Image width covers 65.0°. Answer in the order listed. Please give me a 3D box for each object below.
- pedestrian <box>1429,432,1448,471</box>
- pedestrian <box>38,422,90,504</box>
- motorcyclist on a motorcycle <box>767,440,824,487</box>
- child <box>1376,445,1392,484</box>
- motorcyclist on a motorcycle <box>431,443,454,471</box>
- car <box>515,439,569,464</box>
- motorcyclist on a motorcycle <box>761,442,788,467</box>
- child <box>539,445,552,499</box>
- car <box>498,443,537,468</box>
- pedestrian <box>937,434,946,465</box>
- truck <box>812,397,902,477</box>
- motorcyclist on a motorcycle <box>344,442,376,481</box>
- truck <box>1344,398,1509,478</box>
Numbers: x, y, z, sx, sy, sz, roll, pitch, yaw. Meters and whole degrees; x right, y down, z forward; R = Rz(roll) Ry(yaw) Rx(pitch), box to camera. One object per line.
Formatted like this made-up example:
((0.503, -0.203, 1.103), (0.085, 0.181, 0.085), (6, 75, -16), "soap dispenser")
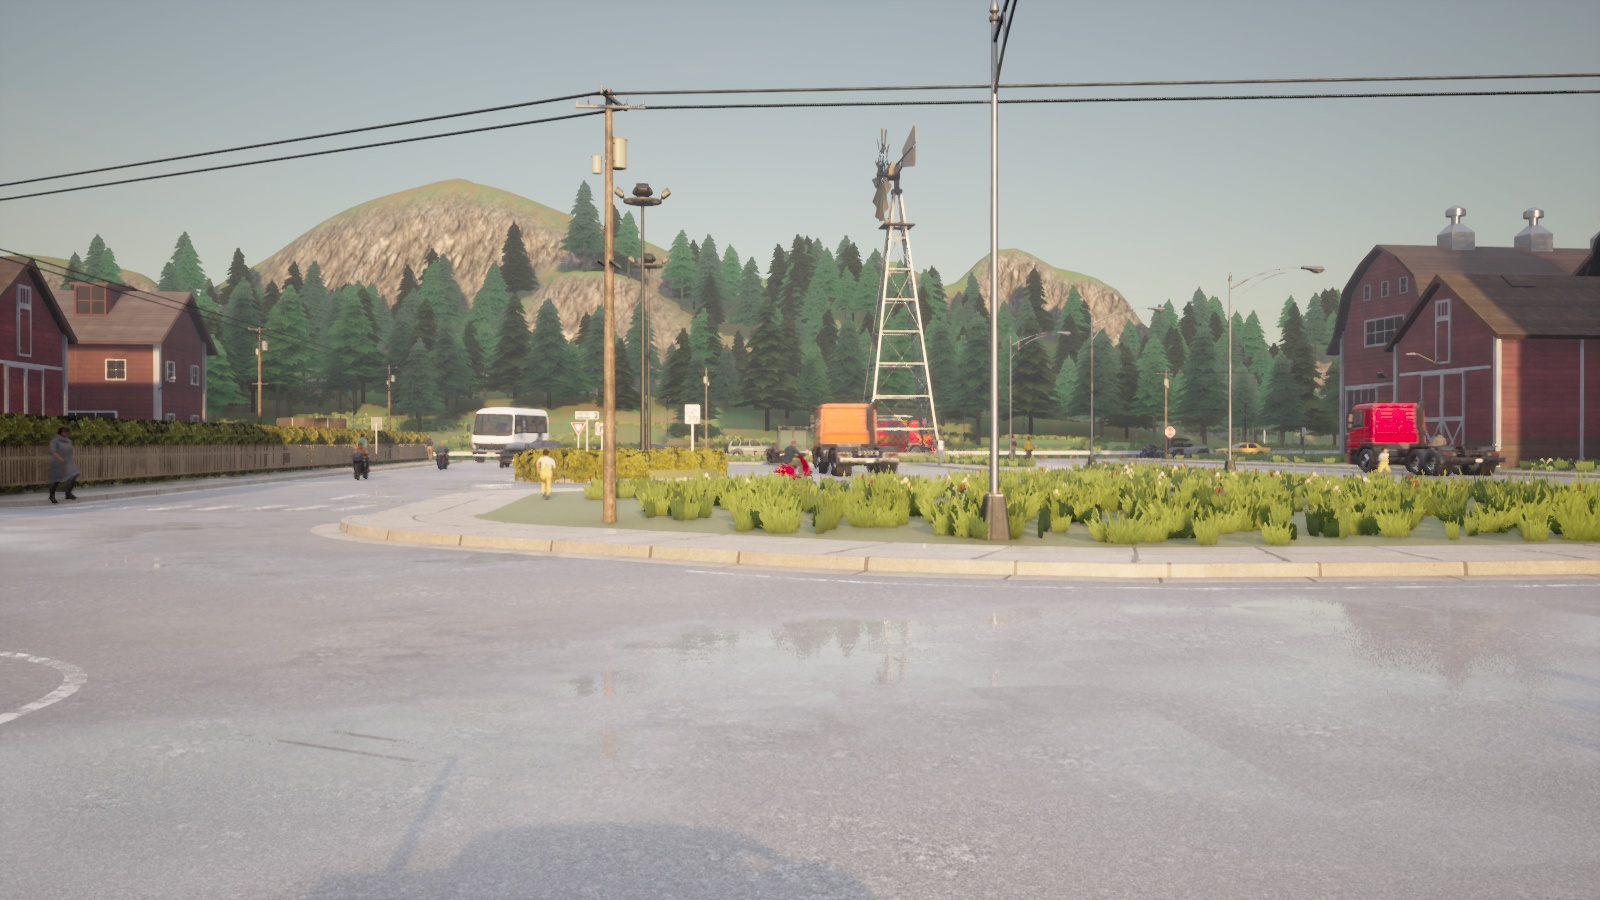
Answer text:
((32.109, 0.065, 63.154), (0.659, 1.952, 0.873), (0, 0, 11), "pedestrian")
((-17.637, 0.306, 30.095), (0.873, 1.952, 0.659), (0, 0, 20), "pedestrian")
((-0.155, 0.450, 43.571), (1.817, 1.590, 0.866), (0, 0, -41), "motorcyclist on a motorcycle")
((19.038, 0.462, 40.938), (0.270, 1.263, 0.437), (0, 0, -8), "child")
((-19.866, 0.367, 69.778), (0.866, 1.530, 2.191), (0, 0, -7), "motorcyclist on a motorcycle")
((-18.107, 0.087, 88.048), (2.097, 1.767, 4.553), (0, 0, -35), "car")
((-1.631, 0.270, 80.202), (0.797, 1.523, 2.044), (-1, 1, -29), "motorcyclist on a motorcycle")
((-5.990, 0.508, 29.570), (0.270, 1.263, 0.437), (0, 0, -8), "child")
((-17.129, 0.301, 76.398), (1.837, 1.490, 4.892), (0, 0, -7), "car")
((8.455, -0.021, 75.030), (0.354, 1.836, 0.706), (0, 0, -13), "pedestrian")
((2.529, -0.568, 58.380), (2.891, 3.462, 7.936), (0, 0, -7), "truck")
((-17.517, 0.429, 50.057), (0.797, 1.523, 2.044), (0, 0, -7), "motorcyclist on a motorcycle")
((28.706, -0.546, 58.054), (2.891, 3.462, 7.936), (0, 0, -8), "truck")
